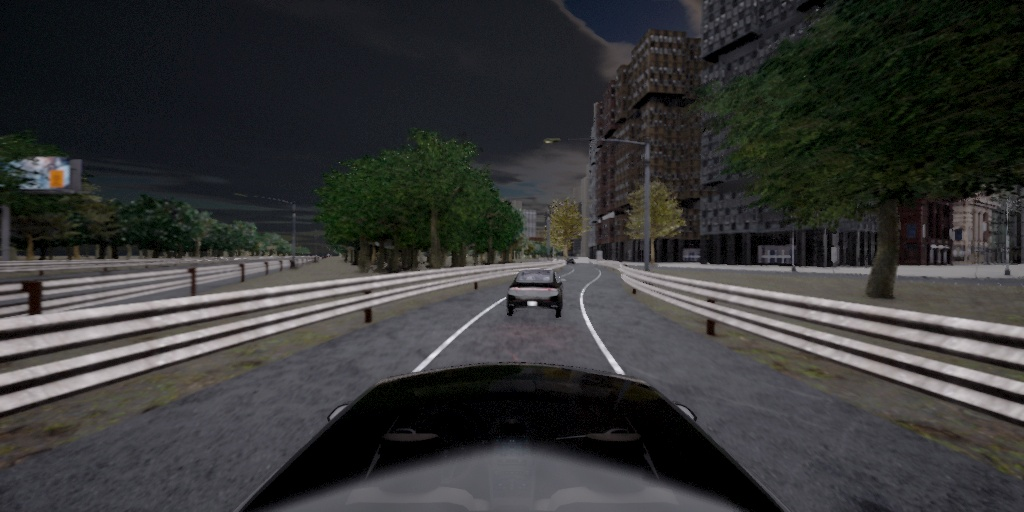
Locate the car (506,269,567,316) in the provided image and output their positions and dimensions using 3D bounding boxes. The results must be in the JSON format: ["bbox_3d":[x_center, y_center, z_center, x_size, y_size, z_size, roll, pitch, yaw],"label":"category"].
[{"bbox_3d":[0.987,1.247,13.414,2.128,1.511,4.902,0,0,9],"label":"car"}]
